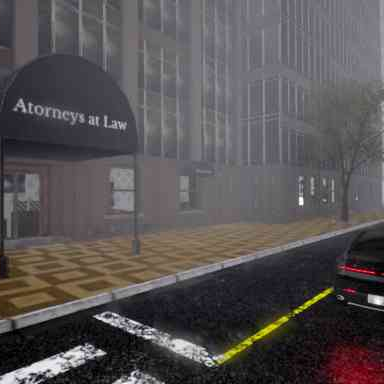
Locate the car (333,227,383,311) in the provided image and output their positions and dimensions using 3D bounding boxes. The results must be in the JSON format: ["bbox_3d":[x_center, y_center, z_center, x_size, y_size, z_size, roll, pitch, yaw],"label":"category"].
[{"bbox_3d":[4.614,1.509,7.223,1.837,1.490,4.892,-1,0,41],"label":"car"}]
